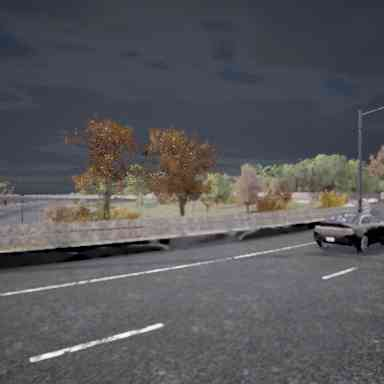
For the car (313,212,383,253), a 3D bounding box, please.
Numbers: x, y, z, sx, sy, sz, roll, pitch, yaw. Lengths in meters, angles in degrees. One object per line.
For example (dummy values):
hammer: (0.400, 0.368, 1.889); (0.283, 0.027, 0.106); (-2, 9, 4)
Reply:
car: (7.104, 1.647, 14.577); (4.902, 1.511, 2.128); (1, 0, -44)
